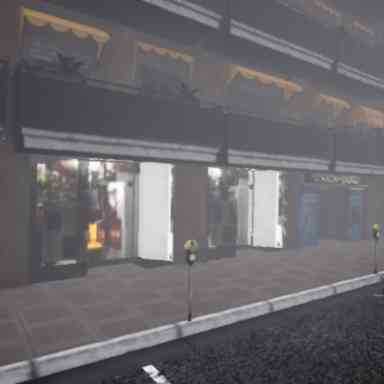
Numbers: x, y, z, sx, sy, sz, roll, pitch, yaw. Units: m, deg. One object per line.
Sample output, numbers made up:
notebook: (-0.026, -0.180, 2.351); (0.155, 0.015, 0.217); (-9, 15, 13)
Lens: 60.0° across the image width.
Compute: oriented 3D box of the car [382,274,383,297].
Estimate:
car: (5.698, 1.594, 6.839); (4.313, 1.339, 1.947); (1, 1, -34)
